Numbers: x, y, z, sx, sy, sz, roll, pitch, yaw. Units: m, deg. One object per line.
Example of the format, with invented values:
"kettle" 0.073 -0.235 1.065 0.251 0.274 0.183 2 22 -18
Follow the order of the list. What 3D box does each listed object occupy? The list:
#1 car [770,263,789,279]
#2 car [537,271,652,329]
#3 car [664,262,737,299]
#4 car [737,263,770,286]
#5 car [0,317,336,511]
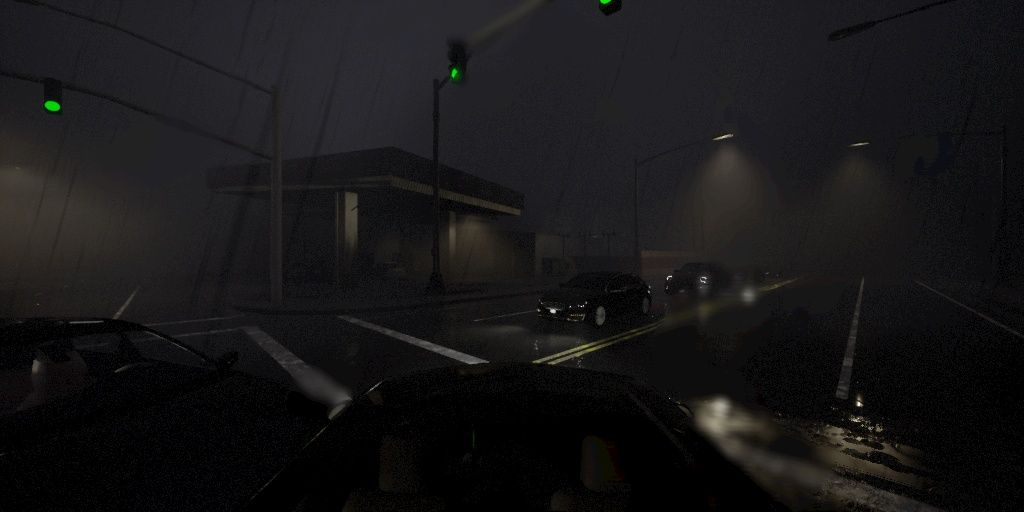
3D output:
"car" 23.586 1.314 32.446 4.181 1.385 1.994 0 0 -45
"car" 2.812 1.255 11.510 1.837 1.490 4.892 0 0 44
"car" 9.610 1.102 18.397 2.097 1.767 4.553 0 0 45
"car" 16.495 1.314 25.349 1.994 1.385 4.181 0 0 44
"car" -3.435 1.242 2.455 4.902 1.511 2.128 0 0 15
